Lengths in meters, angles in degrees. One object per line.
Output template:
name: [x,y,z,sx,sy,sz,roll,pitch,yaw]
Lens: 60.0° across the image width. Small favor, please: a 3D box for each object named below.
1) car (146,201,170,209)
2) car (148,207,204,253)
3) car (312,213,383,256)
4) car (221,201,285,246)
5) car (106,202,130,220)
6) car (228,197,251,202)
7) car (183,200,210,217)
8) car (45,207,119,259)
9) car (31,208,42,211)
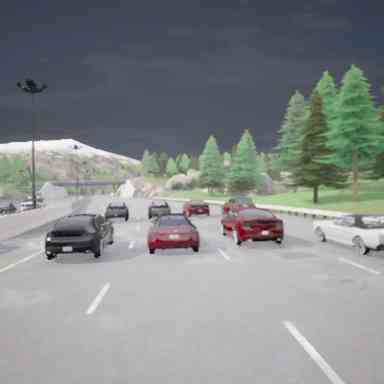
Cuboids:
car: [-2.897,1.543,29.061,2.128,1.511,4.902,-1,0,-10]
car: [-0.831,1.576,13.972,1.994,1.385,4.181,-1,0,-6]
car: [6.340,1.455,12.496,1.895,1.301,4.718,-1,0,-5]
car: [2.562,1.414,15.164,1.882,1.535,5.008,-1,0,-6]
car: [-6.369,1.620,28.580,2.128,1.511,4.902,-1,0,-10]
car: [4.082,1.247,29.662,2.097,1.767,4.553,-1,0,-10]
car: [0.307,1.456,31.031,1.882,1.535,5.008,-1,0,-10]
car: [-4.273,1.594,13.198,1.837,1.490,4.892,-1,0,-5]
car: [-20.422,1.653,43.040,2.150,2.045,5.566,-1,0,-15]
